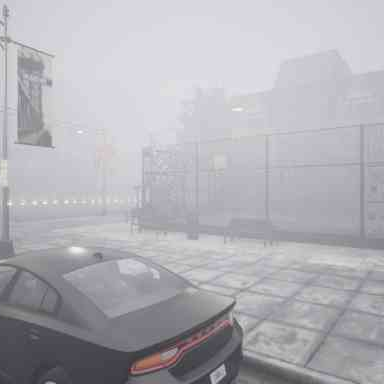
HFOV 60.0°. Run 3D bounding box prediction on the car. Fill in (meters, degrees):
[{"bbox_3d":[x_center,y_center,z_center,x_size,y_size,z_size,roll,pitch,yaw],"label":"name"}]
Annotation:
[{"bbox_3d":[-1.785,1.480,4.405,5.008,1.535,2.097,0,0,35],"label":"car"}]
